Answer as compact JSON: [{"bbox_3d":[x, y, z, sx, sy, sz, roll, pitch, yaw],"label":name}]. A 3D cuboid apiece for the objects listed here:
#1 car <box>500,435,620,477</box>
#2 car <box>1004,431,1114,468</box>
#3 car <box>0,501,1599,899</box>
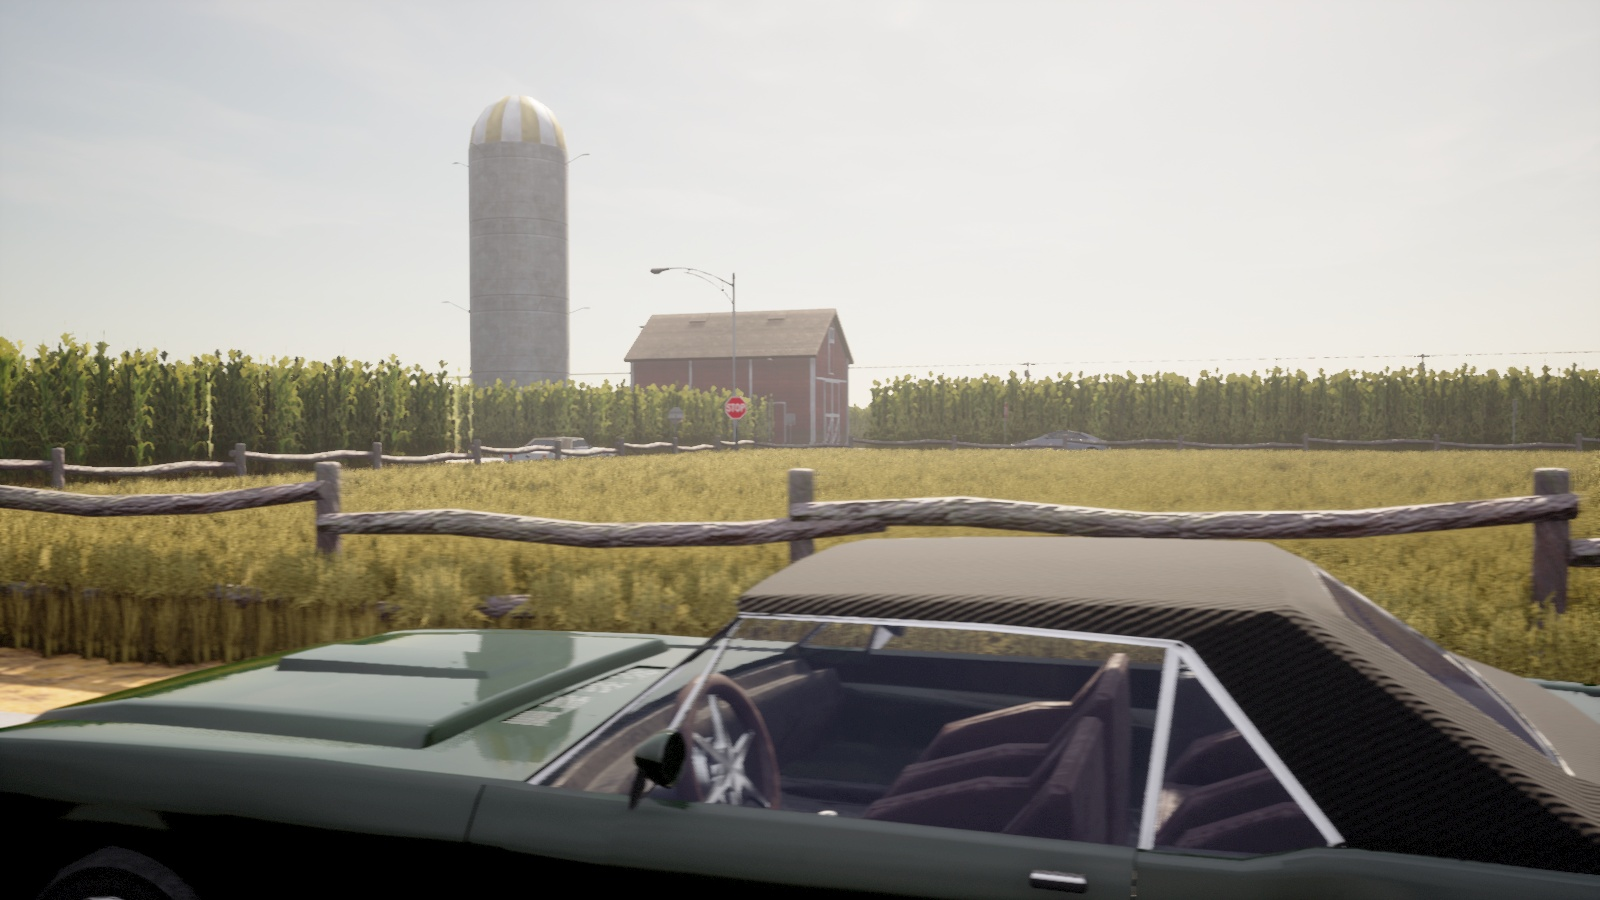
[{"bbox_3d":[-8.021,0.154,42.467,1.895,1.301,4.718,0,1,19],"label":"car"},{"bbox_3d":[10.632,-0.046,51.483,4.181,1.385,1.994,1,1,19],"label":"car"},{"bbox_3d":[0.186,0.878,3.131,4.718,1.301,1.895,0,1,19],"label":"car"}]
